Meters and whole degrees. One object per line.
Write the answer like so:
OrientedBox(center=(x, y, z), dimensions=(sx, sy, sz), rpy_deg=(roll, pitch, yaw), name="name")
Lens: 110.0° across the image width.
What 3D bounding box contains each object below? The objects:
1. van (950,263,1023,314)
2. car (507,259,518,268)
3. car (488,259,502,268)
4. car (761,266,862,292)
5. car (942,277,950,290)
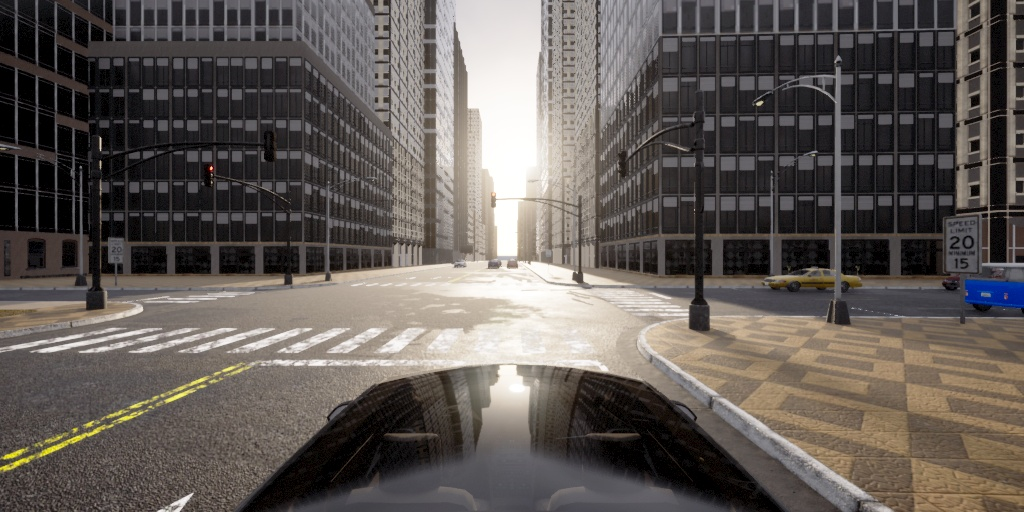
OrientedBox(center=(18.373, 1.119, 12.438), dimensions=(3.998, 1.789, 1.690), rpy_deg=(0, 0, 2), name="van")
OrientedBox(center=(0.084, 1.425, 63.635), dimensions=(1.994, 1.385, 4.181), rpy_deg=(0, 0, 0), name="car")
OrientedBox(center=(-3.167, 1.335, 62.806), dimensions=(1.882, 1.535, 5.008), rpy_deg=(0, 0, 0), name="car")
OrientedBox(center=(17.113, 1.293, 20.612), dimensions=(4.829, 1.417, 1.751), rpy_deg=(0, 0, 2), name="car")
OrientedBox(center=(26.947, 1.356, 20.114), dimensions=(4.207, 1.307, 1.802), rpy_deg=(0, 0, 2), name="car")
